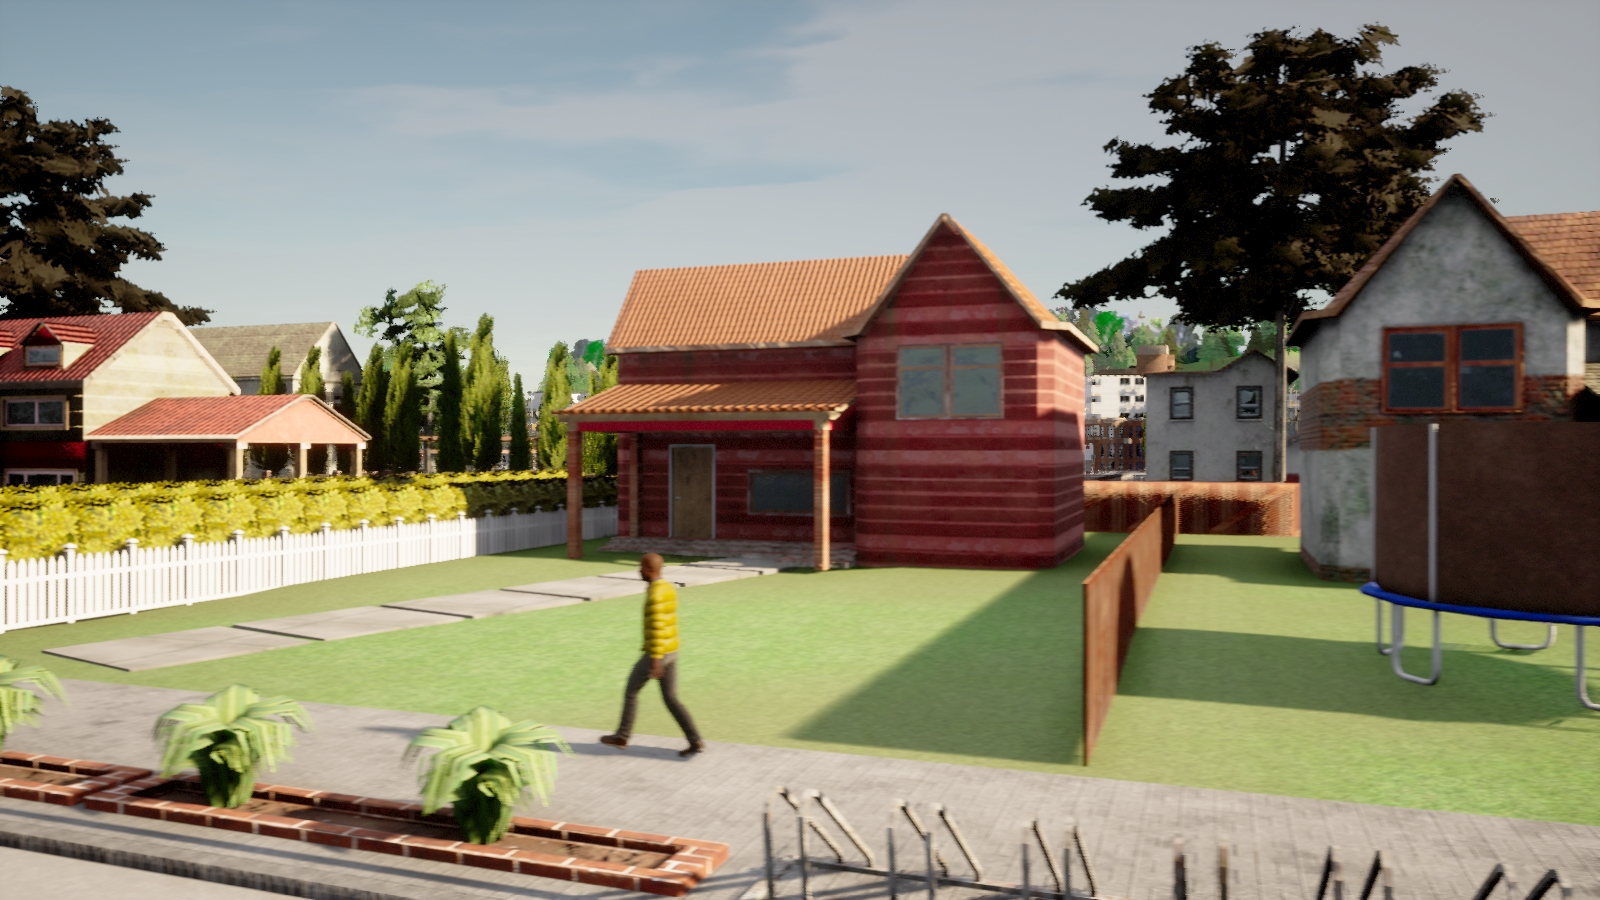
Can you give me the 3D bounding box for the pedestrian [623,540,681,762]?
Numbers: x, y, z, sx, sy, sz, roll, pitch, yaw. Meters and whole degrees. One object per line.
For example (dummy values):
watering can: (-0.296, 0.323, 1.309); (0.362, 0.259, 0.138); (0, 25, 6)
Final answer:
pedestrian: (-1.291, 1.741, 10.008); (0.375, 1.860, 0.375); (0, 0, 19)
